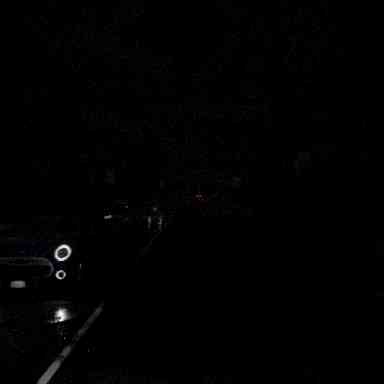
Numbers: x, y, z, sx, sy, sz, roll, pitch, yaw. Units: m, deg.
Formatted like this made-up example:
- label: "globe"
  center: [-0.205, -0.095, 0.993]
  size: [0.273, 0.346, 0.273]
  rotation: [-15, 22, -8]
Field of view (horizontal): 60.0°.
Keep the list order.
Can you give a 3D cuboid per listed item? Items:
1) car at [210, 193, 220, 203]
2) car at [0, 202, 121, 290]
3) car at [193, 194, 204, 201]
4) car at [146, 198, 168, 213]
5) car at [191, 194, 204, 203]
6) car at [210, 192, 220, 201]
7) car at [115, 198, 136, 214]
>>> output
- label: "car"
  center: [4.377, 1.262, 63.095]
  size: [2.033, 1.411, 5.357]
  rotation: [0, 0, 3]
- label: "car"
  center: [-3.593, 1.311, 9.130]
  size: [2.097, 1.767, 4.553]
  rotation: [0, 0, 0]
- label: "car"
  center: [1.540, 1.119, 73.580]
  size: [2.128, 1.511, 4.902]
  rotation: [0, 0, 4]
- label: "car"
  center: [-3.456, 1.363, 33.805]
  size: [2.128, 1.511, 4.902]
  rotation: [0, 0, 0]
- label: "car"
  center: [0.882, 1.315, 63.275]
  size: [1.895, 1.301, 4.718]
  rotation: [0, 0, 3]
- label: "car"
  center: [5.058, 0.966, 73.688]
  size: [2.097, 1.767, 4.553]
  rotation: [0, 0, 4]
- label: "car"
  center: [-6.956, 1.354, 33.835]
  size: [1.882, 1.535, 5.008]
  rotation: [0, 0, 0]
